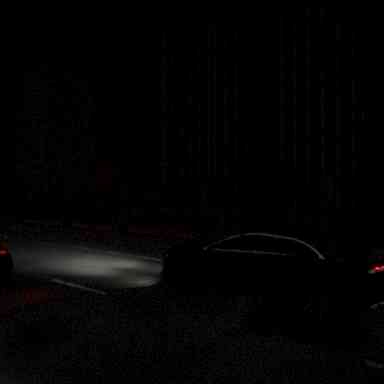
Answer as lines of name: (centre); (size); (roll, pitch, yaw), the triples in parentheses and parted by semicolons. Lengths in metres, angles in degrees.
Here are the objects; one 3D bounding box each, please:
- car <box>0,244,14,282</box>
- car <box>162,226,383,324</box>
car: (-6.487, 1.591, 8.621); (4.181, 1.385, 1.994); (0, 0, 36)
car: (1.525, 1.499, 7.204); (4.902, 1.511, 2.128); (0, 0, 36)
